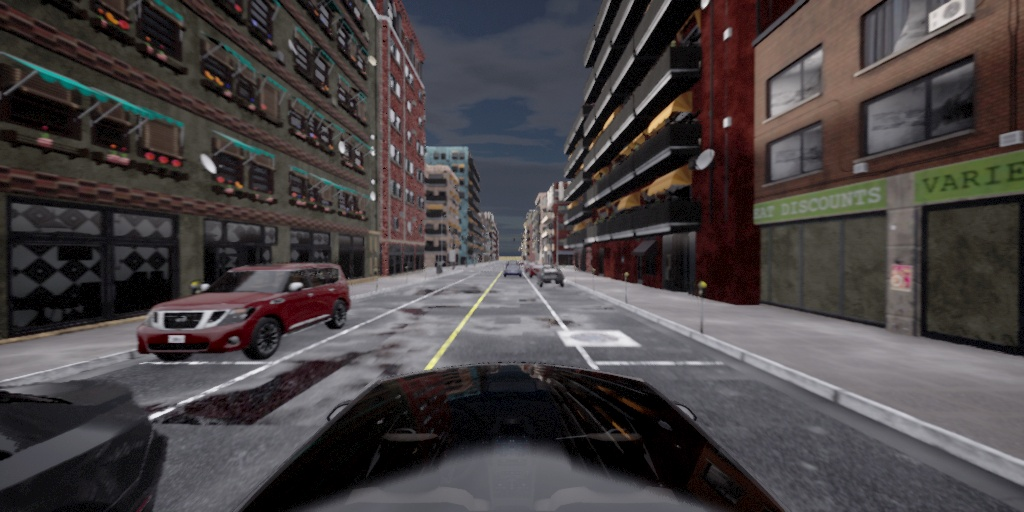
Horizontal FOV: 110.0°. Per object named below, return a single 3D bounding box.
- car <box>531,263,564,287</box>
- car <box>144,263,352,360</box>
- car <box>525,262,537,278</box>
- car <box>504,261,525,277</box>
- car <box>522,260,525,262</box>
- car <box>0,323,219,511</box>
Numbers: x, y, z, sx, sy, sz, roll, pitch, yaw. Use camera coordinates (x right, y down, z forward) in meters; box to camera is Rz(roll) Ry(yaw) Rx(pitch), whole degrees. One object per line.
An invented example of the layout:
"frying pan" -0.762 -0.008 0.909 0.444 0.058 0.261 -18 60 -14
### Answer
"car" 2.689 1.445 25.651 2.007 1.370 4.403 0 0 0
"car" -5.692 1.106 8.602 2.192 1.841 5.009 0 0 0
"car" 2.689 1.511 37.021 1.888 1.381 4.507 0 0 0
"car" 0.098 1.540 38.751 1.994 1.385 4.181 0 -1 0
"car" 2.688 1.478 48.390 1.967 1.591 4.097 0 0 0
"car" -3.100 1.246 0.193 1.837 1.490 4.892 0 0 0
